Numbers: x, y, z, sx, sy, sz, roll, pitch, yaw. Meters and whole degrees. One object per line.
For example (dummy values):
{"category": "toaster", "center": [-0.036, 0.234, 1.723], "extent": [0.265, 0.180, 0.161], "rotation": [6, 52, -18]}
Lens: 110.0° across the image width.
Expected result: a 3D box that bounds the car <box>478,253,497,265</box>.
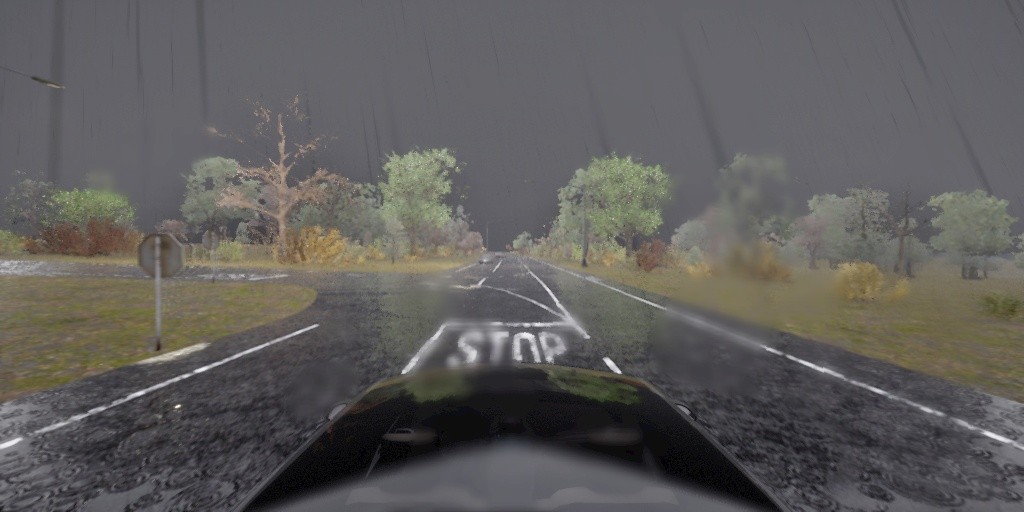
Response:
{"category": "car", "center": [-3.606, 0.464, 50.353], "extent": [2.128, 1.511, 4.902], "rotation": [0, 1, 0]}
